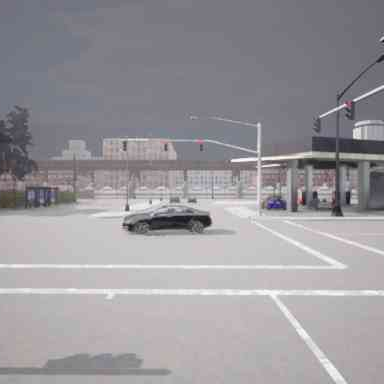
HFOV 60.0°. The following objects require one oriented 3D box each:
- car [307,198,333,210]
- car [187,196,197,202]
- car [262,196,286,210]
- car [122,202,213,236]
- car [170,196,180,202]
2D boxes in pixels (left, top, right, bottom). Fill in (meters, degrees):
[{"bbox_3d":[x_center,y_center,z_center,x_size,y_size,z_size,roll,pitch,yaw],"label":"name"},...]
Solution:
[{"bbox_3d":[15.478,1.443,40.402,1.970,1.475,3.806,0,0,0],"label":"car"},{"bbox_3d":[0.037,1.528,64.324,2.033,1.411,5.357,0,0,0],"label":"car"},{"bbox_3d":[9.733,1.283,39.643,2.242,1.667,4.611,0,0,0],"label":"car"},{"bbox_3d":[-1.305,1.486,18.109,4.902,1.511,2.128,0,0,-11],"label":"car"},{"bbox_3d":[-3.361,1.472,66.247,2.128,1.511,4.902,0,0,0],"label":"car"}]
